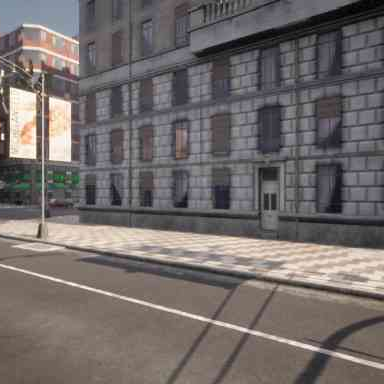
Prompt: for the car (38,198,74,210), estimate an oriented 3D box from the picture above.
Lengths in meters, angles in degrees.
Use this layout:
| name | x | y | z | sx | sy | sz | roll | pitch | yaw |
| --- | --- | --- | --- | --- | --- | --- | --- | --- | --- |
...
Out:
| name | x | y | z | sx | sy | sz | roll | pitch | yaw |
| --- | --- | --- | --- | --- | --- | --- | --- | --- | --- |
| car | -18.094 | 1.526 | 44.427 | 1.812 | 1.442 | 4.674 | 0 | 0 | 36 |
